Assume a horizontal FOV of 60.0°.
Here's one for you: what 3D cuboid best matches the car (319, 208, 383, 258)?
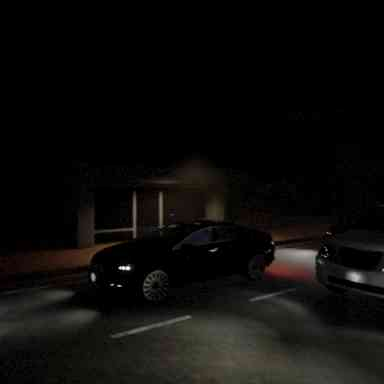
[{"bbox_3d":[7.429,1.500,13.544,4.892,1.490,1.837,0,0,-35],"label":"car"}]

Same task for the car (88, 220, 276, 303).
[{"bbox_3d":[-0.024,1.486,8.262,4.902,1.511,2.128,0,0,-35],"label":"car"}]

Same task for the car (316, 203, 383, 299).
[{"bbox_3d":[5.258,1.219,7.717,5.566,2.045,2.150,0,0,-35],"label":"car"}]
